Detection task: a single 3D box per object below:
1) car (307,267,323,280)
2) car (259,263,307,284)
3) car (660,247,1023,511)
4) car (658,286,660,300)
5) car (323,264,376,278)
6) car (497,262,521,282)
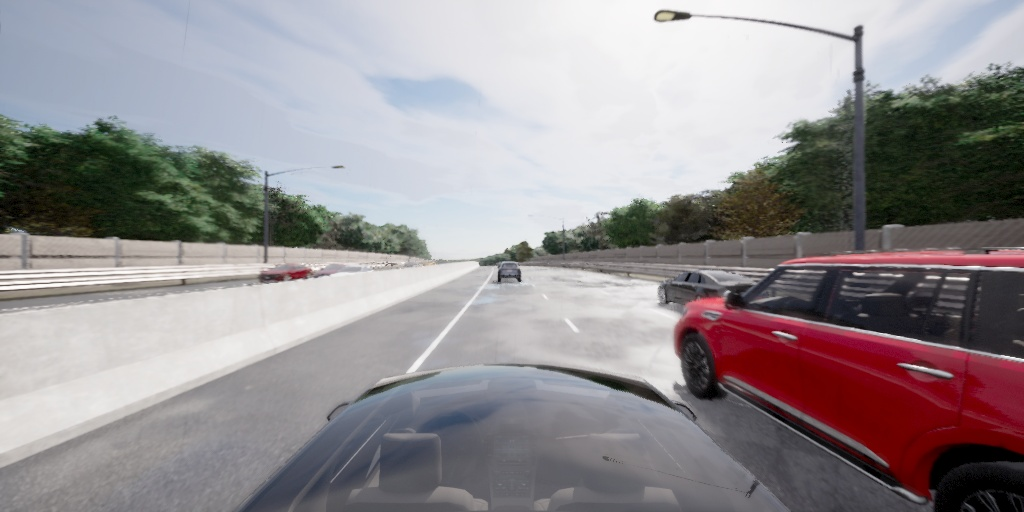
[{"bbox_3d":[-14.409,1.387,29.449,1.812,1.442,4.674,0,0,-1],"label":"car"},{"bbox_3d":[-17.892,1.340,28.643,1.882,1.535,5.008,0,0,-1],"label":"car"},{"bbox_3d":[3.643,0.965,3.313,2.150,2.045,5.566,0,0,0],"label":"car"},{"bbox_3d":[7.069,1.260,13.175,1.837,1.490,4.892,0,0,-1],"label":"car"},{"bbox_3d":[-10.808,1.358,24.768,1.812,1.442,4.674,0,0,-1],"label":"car"},{"bbox_3d":[-0.243,1.274,30.600,2.033,1.649,4.856,0,0,-1],"label":"car"}]
